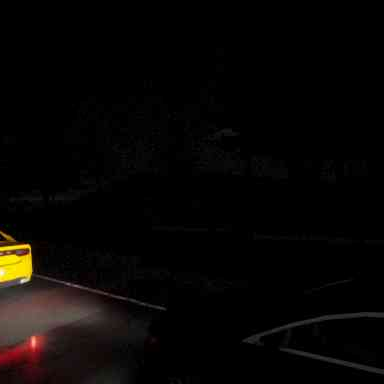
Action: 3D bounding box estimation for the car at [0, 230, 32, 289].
[{"bbox_3d":[-5.888,1.468,8.038,5.008,1.535,1.882,0,0,35],"label":"car"}]

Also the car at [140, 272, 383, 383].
[{"bbox_3d":[1.711,1.492,2.787,4.902,1.511,2.128,0,0,35],"label":"car"}]
